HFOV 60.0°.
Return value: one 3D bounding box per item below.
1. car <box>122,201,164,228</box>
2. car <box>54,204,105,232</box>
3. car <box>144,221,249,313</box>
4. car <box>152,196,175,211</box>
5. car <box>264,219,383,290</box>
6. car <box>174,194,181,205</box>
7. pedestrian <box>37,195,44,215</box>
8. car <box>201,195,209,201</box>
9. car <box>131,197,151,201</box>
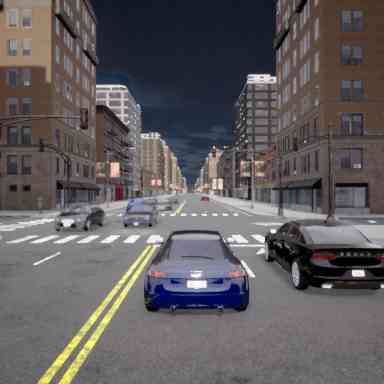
[{"bbox_3d":[-3.368,1.546,22.717,2.033,1.411,5.357,0,0,0],"label":"car"},{"bbox_3d":[-6.615,1.480,20.073,2.128,1.511,4.902,0,0,0],"label":"car"},{"bbox_3d":[0.082,1.564,7.759,1.994,1.385,4.181,0,0,0],"label":"car"},{"bbox_3d":[-3.383,1.525,39.930,1.812,1.442,4.674,0,0,0],"label":"car"},{"bbox_3d":[3.331,1.478,9.137,1.882,1.535,5.008,0,0,0],"label":"car"},{"bbox_3d":[-3.375,1.500,58.435,1.837,1.490,4.892,0,-1,0],"label":"car"},{"bbox_3d":[-14.166,1.169,31.071,0.375,1.860,0.375,0,0,0],"label":"pedestrian"},{"bbox_3d":[3.187,1.465,80.561,1.882,1.535,5.008,0,0,0],"label":"car"},{"bbox_3d":[-6.625,1.476,40.501,1.882,1.535,5.008,0,0,0],"label":"car"}]
